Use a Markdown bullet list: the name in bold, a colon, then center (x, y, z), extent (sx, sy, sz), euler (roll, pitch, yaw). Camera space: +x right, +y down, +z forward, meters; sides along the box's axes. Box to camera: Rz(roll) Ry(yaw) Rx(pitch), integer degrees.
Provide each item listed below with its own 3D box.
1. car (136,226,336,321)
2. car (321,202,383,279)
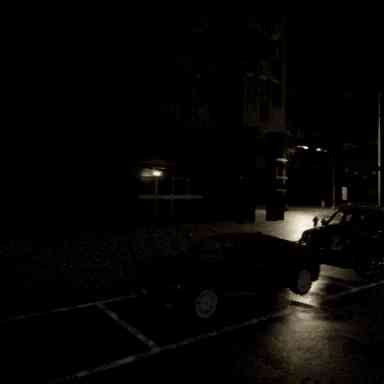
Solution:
- **car**: center (0.965, 1.587, 7.334), extent (4.507, 1.381, 1.887), euler (1, 0, -36)
- **car**: center (5.527, 1.405, 10.588), extent (5.009, 1.841, 2.192), euler (1, 0, -35)
